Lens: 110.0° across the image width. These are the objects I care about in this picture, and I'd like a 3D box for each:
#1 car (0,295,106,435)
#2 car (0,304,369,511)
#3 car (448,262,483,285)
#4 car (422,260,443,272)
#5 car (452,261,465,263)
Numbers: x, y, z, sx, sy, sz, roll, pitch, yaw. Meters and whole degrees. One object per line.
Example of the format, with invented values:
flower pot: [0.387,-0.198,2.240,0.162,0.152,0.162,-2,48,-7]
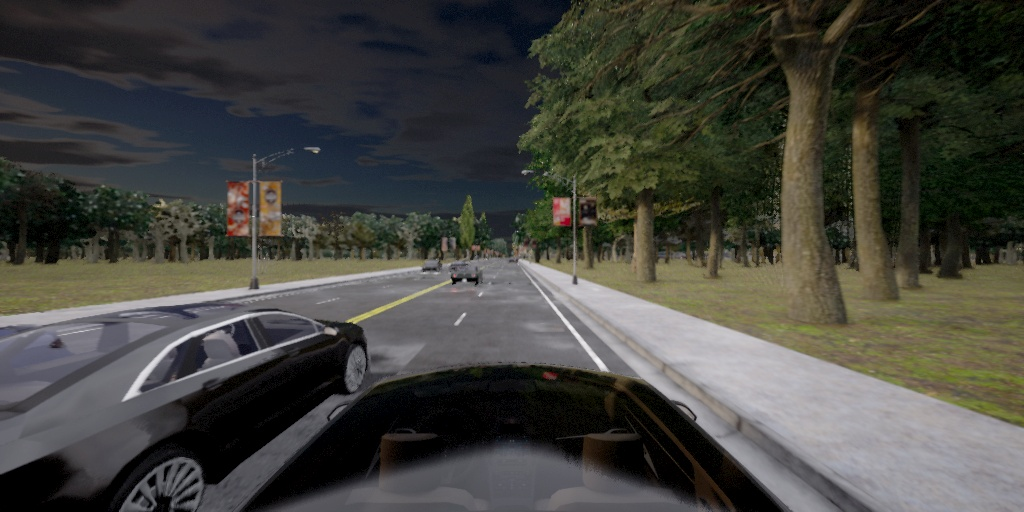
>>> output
car: [-6.600,1.275,2.685,1.812,1.442,4.674,0,0,0]
car: [-3.152,1.240,3.700,2.128,1.511,4.902,0,0,0]
car: [-3.145,1.332,25.928,1.895,1.301,4.718,0,0,0]
car: [-9.826,1.227,44.579,1.837,1.490,4.892,0,0,0]
car: [-6.579,1.271,44.409,2.033,1.411,5.357,0,0,0]
